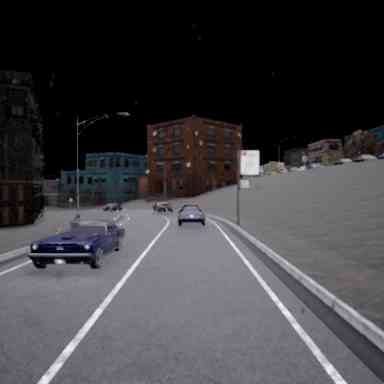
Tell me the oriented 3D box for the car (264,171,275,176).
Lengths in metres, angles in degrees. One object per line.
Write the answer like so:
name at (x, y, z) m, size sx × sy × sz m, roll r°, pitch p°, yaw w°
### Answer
car at (20.899, -4.453, 86.159) m, size 2.231 × 1.521 × 4.892 m, roll 0°, pitch 1°, yaw -1°

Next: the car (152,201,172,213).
car at (-3.994, 1.992, 43.686) m, size 1.837 × 1.490 × 4.892 m, roll 0°, pitch -1°, yaw -20°

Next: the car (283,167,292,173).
car at (21.258, -4.413, 69.625) m, size 2.185 × 1.767 × 4.553 m, roll 0°, pitch 1°, yaw -1°

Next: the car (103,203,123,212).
car at (-12.726, 2.491, 53.443) m, size 2.033 × 1.411 × 5.357 m, roll -1°, pitch -2°, yaw -31°

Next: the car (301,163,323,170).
car at (21.500, -4.285, 58.459) m, size 2.185 × 1.767 × 4.553 m, roll 0°, pitch 1°, yaw -1°

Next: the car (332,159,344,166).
car at (21.737, -4.030, 47.522) m, size 2.231 × 1.521 × 4.892 m, roll 0°, pitch 1°, yaw -1°

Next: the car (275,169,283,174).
car at (21.138, -4.473, 75.144) m, size 2.185 × 1.767 × 4.553 m, roll 0°, pitch 1°, yaw -1°

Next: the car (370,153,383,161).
car at (22.098, -3.817, 36.463) m, size 2.002 × 1.452 × 4.674 m, roll 0°, pitch 1°, yaw -2°

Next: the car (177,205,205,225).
car at (-0.120, 1.682, 25.143) m, size 1.994 × 1.385 × 4.181 m, roll 0°, pitch -1°, yaw -3°

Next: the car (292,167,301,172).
car at (21.381, -4.183, 63.953) m, size 2.002 × 1.452 × 4.674 m, roll 0°, pitch 1°, yaw -1°

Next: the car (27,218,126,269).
car at (-3.609, 1.608, 11.288) m, size 1.895 × 1.301 × 4.718 m, roll 0°, pitch 0°, yaw 0°

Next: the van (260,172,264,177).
van at (20.782, -4.725, 91.554) m, size 1.878 × 1.987 × 4.442 m, roll 0°, pitch 0°, yaw -1°

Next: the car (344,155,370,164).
car at (21.865, -3.953, 42.004) m, size 2.231 × 1.521 × 4.892 m, roll 0°, pitch 1°, yaw -1°
